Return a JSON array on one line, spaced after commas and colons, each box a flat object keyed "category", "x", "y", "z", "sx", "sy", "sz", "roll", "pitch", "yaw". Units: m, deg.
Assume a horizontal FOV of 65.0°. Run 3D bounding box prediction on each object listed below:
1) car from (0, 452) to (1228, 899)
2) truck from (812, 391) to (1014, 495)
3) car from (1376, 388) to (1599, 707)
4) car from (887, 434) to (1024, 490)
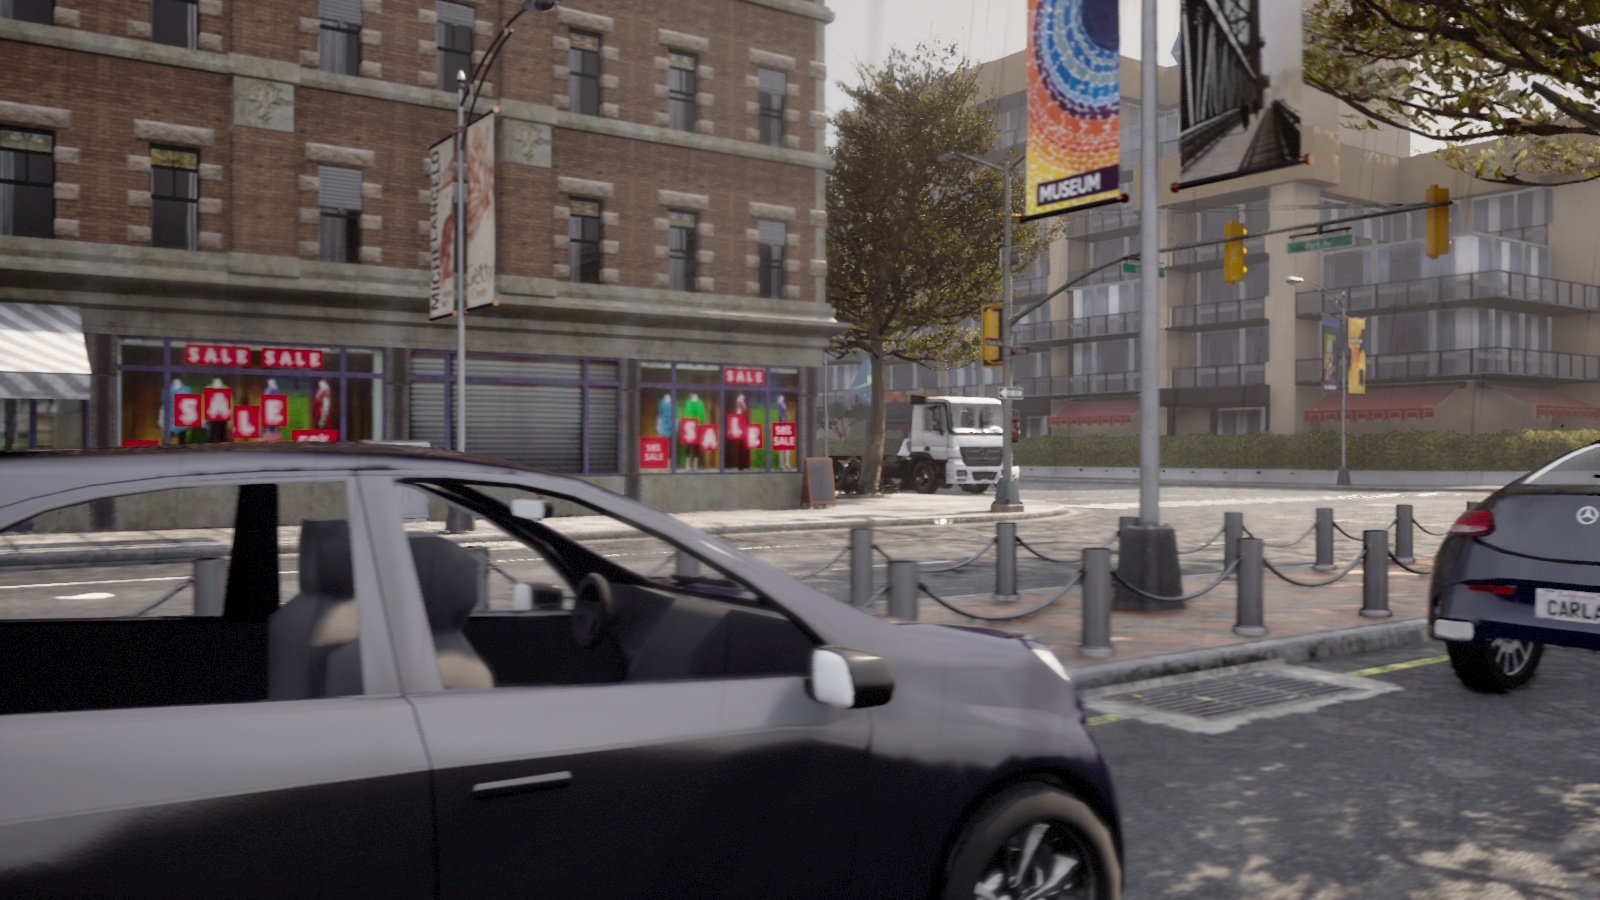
[{"category": "car", "x": -0.889, "y": 0.765, "z": 3.040, "sx": 3.633, "sy": 1.501, "sz": 1.845, "roll": 0, "pitch": 0, "yaw": -35}, {"category": "truck", "x": 3.932, "y": -0.234, "z": 45.801, "sx": 2.891, "sy": 3.462, "sz": 7.936, "roll": 0, "pitch": 0, "yaw": -35}, {"category": "car", "x": 6.138, "y": 0.498, "z": 8.028, "sx": 5.027, "sy": 1.651, "sz": 2.152, "roll": 0, "pitch": 0, "yaw": -34}, {"category": "car", "x": 5.977, "y": 0.458, "z": 48.980, "sx": 2.150, "sy": 2.045, "sz": 5.566, "roll": 0, "pitch": 0, "yaw": -35}]
